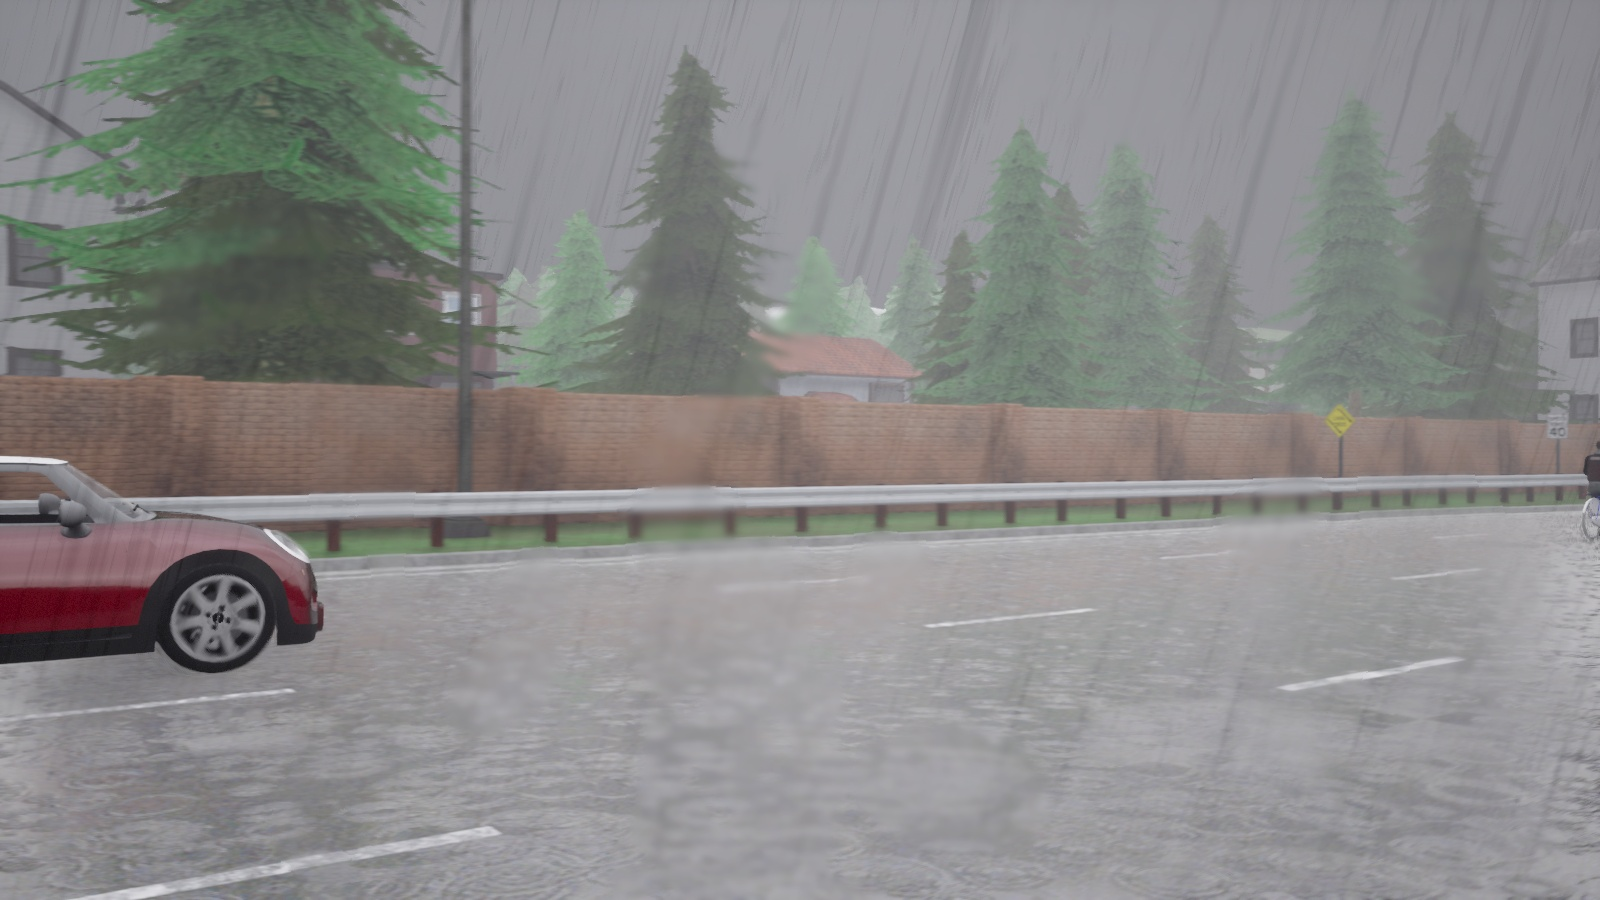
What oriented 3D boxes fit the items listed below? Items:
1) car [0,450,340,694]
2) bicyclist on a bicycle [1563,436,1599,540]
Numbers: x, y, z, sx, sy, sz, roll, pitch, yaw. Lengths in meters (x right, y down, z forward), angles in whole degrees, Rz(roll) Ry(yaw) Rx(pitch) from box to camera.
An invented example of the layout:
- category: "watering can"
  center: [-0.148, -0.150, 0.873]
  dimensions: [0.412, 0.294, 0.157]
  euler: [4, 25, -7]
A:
- category: "car"
  center: [-5.333, 0.742, 8.476]
  dimensions: [3.806, 1.475, 1.970]
  euler: [0, 0, -35]
- category: "bicyclist on a bicycle"
  center: [14.201, 0.640, 22.072]
  dimensions: [1.843, 1.776, 0.659]
  euler: [0, 0, -35]
